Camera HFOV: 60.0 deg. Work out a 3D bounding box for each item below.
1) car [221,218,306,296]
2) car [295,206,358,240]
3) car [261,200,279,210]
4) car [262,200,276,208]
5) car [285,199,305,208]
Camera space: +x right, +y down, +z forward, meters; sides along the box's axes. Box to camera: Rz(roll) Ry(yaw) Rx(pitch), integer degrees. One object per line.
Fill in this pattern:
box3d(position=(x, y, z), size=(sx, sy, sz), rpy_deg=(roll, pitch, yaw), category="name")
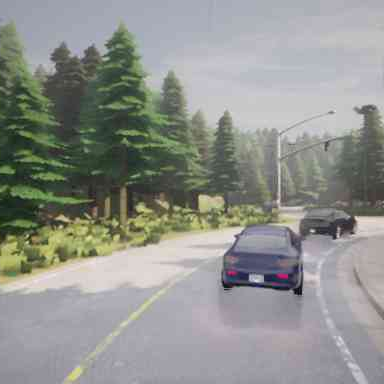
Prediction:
box3d(position=(2.028, 1.613, 8.953), size=(1.812, 1.442, 4.674), rpy_deg=(0, -1, 18), category="car")
box3d(position=(7.601, 1.688, 18.337), size=(1.837, 1.490, 4.892), rpy_deg=(-1, -1, 42), category="car")
box3d(position=(12.509, 2.063, 53.021), size=(1.812, 1.442, 4.674), rpy_deg=(0, -1, 25), category="car")
box3d(position=(10.273, 1.949, 43.366), size=(1.837, 1.490, 4.892), rpy_deg=(0, -1, 4), category="car")
box3d(position=(19.356, 2.126, 62.497), size=(4.902, 1.511, 2.128), rpy_deg=(1, -1, -44), category="car")
